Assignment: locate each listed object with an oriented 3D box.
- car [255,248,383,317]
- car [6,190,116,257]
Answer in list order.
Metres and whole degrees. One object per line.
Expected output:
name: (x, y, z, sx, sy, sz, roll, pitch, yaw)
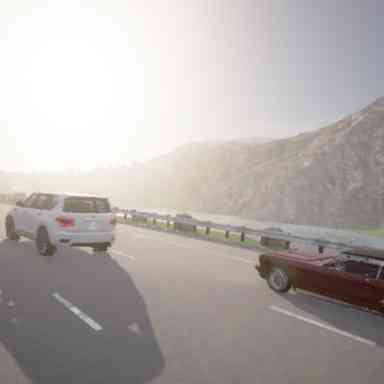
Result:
car: (3.757, 1.919, 7.443, 1.895, 1.301, 4.718, 4, -1, -40)
car: (-4.895, 0.977, 12.131, 2.150, 2.045, 5.566, 5, -1, -44)
